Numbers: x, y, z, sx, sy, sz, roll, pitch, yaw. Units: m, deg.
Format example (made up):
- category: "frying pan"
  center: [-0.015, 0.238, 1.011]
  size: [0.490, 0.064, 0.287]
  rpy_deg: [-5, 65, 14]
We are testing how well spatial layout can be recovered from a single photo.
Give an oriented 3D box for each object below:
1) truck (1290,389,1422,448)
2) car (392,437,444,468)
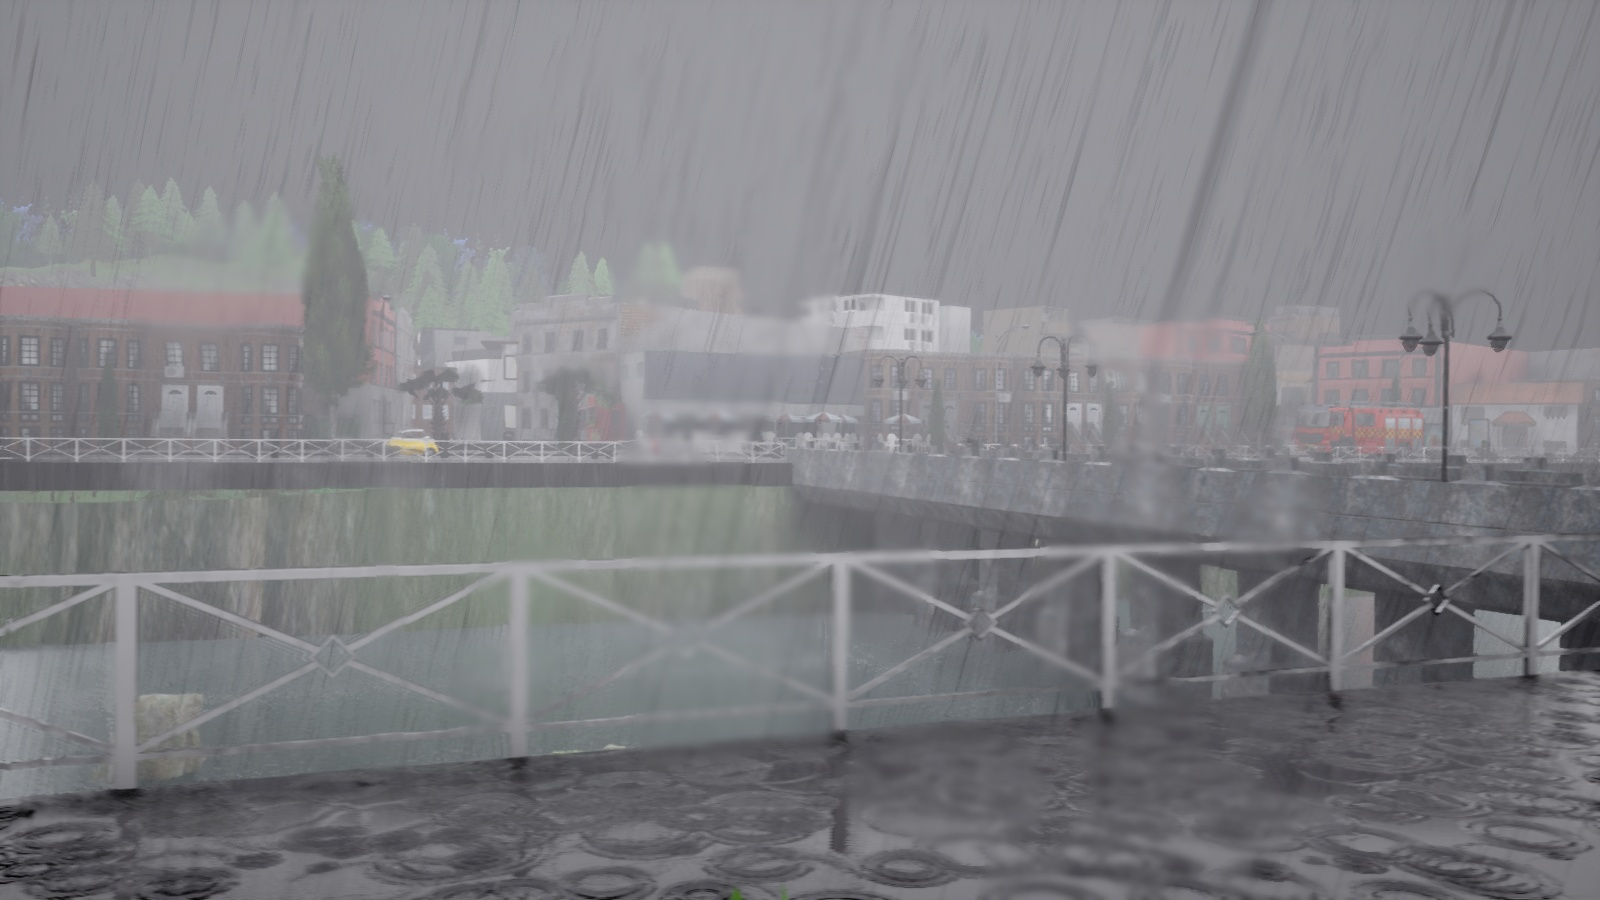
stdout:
- category: "truck"
  center: [37.159, -2.133, 83.849]
  size: [8.468, 3.827, 2.891]
  rpy_deg: [-1, 1, -21]
- category: "car"
  center: [-17.844, 0.091, 58.686]
  size: [2.207, 1.376, 1.481]
  rpy_deg: [-1, 1, -21]
